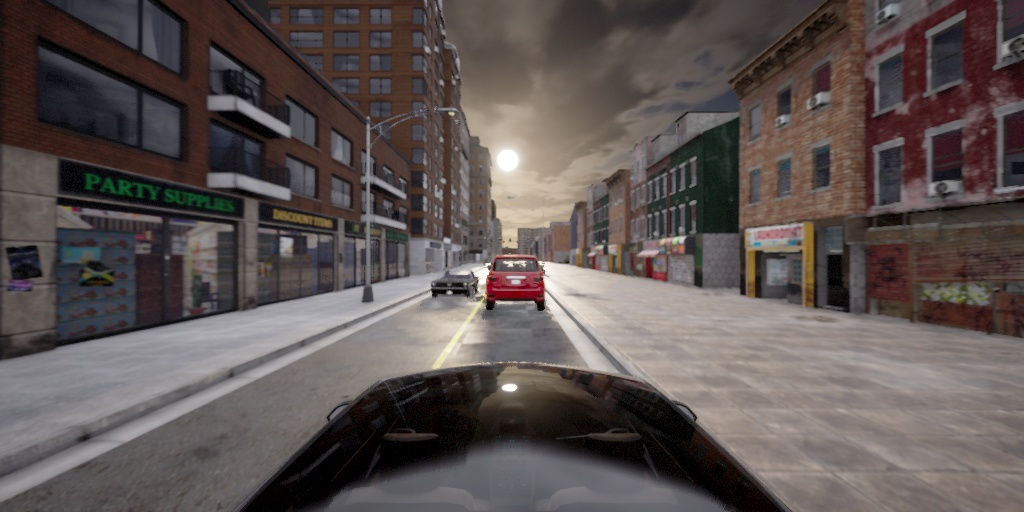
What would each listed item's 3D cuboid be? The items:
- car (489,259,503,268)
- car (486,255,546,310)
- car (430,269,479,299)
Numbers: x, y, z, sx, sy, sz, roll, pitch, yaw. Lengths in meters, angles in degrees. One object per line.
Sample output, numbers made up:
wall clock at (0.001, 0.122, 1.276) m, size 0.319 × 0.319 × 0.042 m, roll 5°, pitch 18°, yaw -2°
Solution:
car at (-2.615, 1.288, 59.823) m, size 1.994 × 1.385 × 4.181 m, roll 0°, pitch 0°, yaw 1°
car at (0.139, 0.968, 14.838) m, size 2.150 × 2.045 × 5.566 m, roll 0°, pitch 0°, yaw 0°
car at (-2.795, 1.341, 18.248) m, size 1.895 × 1.301 × 4.718 m, roll 0°, pitch 0°, yaw 0°
